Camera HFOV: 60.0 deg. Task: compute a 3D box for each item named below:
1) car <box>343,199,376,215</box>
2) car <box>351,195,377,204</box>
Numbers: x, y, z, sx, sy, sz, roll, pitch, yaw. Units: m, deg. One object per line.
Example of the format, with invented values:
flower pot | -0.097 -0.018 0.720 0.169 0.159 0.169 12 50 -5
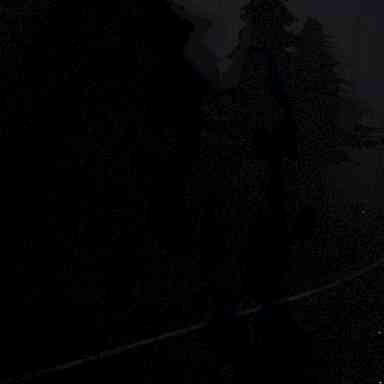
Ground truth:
car | 18.031 1.903 36.602 1.837 1.490 4.892 -4 -3 10
car | 27.001 1.527 53.198 5.566 2.045 2.150 -3 1 -24
